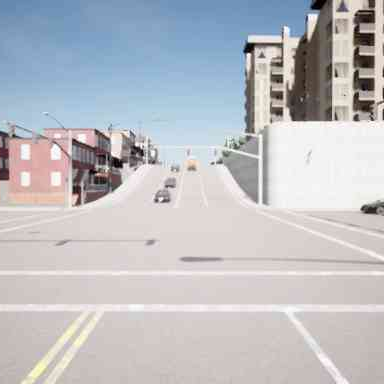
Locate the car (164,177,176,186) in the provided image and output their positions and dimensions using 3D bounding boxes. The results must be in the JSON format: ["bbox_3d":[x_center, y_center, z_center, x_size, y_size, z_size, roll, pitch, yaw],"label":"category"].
[{"bbox_3d":[-3.589,-1.639,55.322,2.033,1.411,5.357,0,12,0],"label":"car"}]

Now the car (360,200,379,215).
[{"bbox_3d":[16.117,1.142,27.201,4.181,1.385,1.994,0,1,0],"label":"car"}]

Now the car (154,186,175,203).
[{"bbox_3d":[-3.605,0.471,41.115,2.128,1.511,4.902,0,5,0],"label":"car"}]

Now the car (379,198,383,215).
[{"bbox_3d":[16.586,1.122,23.705,4.902,1.511,2.128,0,1,0],"label":"car"}]

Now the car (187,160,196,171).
[{"bbox_3d":[-0.029,-5.466,72.109,1.895,1.301,4.718,0,13,0],"label":"car"}]

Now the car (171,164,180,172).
[{"bbox_3d":[-3.529,-5.165,70.518,2.128,1.511,4.902,0,13,0],"label":"car"}]

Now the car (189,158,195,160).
[{"bbox_3d":[-0.034,-7.538,81.947,2.097,1.767,4.553,0,6,0],"label":"car"}]
